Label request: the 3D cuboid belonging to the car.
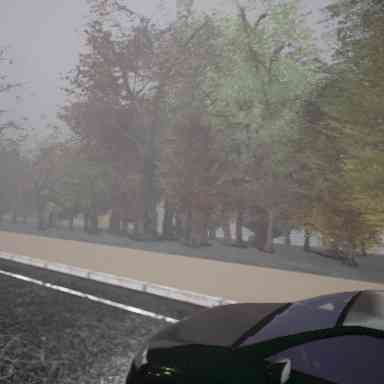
[{"bbox_3d":[1.410,1.564,2.669,4.181,1.385,1.994,0,0,36],"label":"car"}]
